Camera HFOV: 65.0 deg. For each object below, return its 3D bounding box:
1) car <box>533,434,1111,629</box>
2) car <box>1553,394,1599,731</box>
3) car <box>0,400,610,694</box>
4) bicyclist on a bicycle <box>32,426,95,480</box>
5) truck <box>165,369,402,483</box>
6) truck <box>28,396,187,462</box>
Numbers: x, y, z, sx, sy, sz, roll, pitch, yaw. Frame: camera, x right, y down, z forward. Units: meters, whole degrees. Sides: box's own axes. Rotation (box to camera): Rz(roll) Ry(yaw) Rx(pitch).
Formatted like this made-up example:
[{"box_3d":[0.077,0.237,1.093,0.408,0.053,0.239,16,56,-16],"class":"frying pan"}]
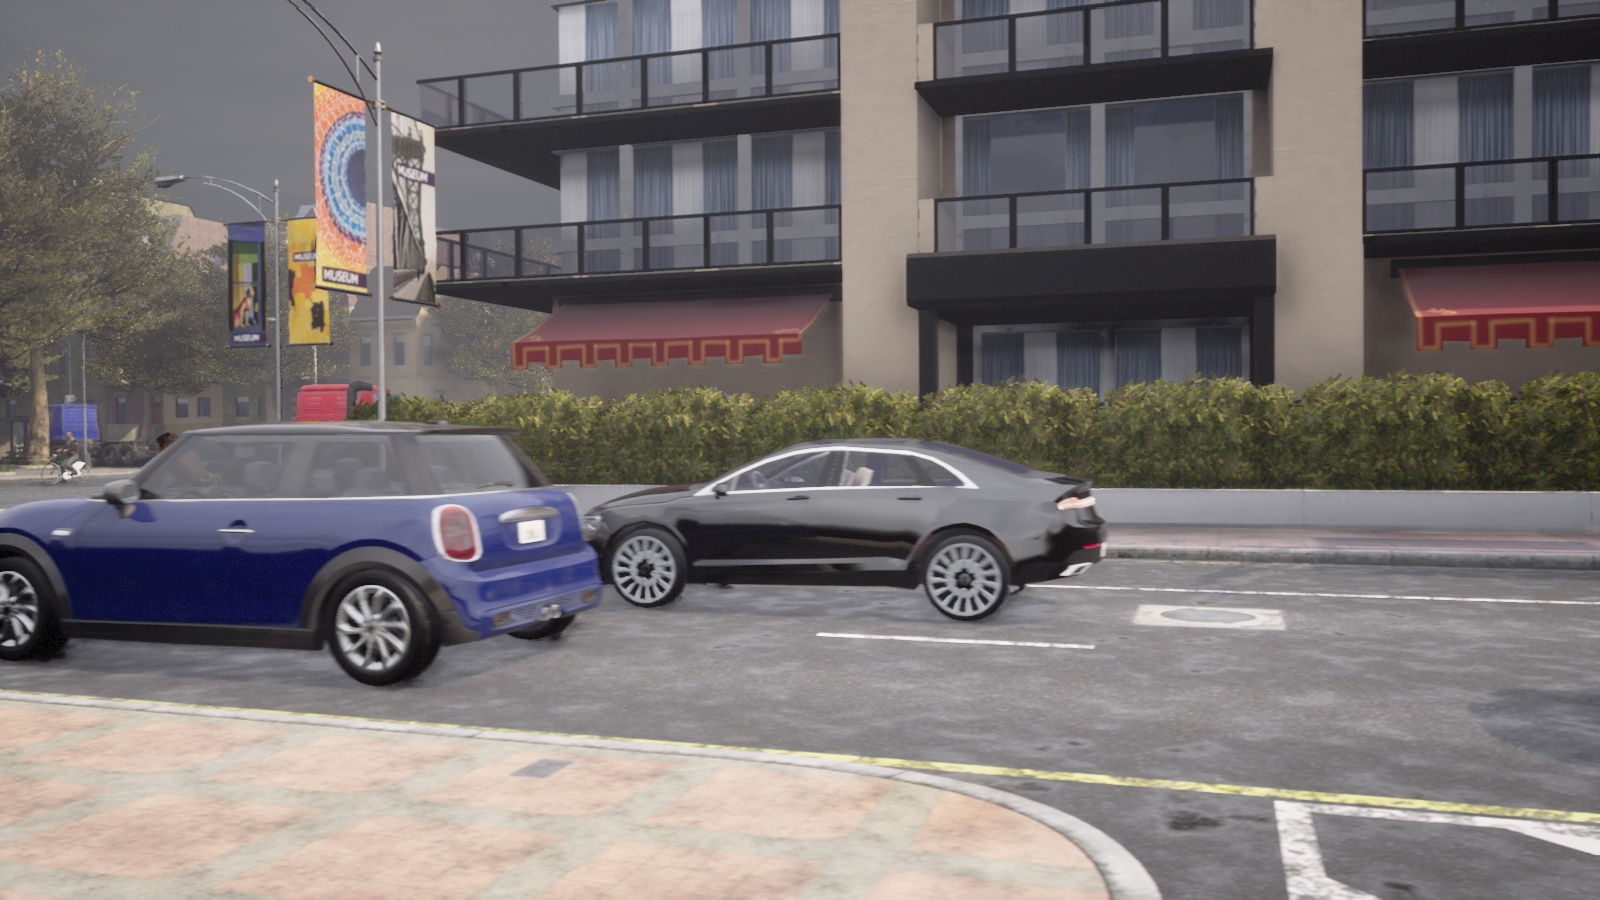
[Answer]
[{"box_3d":[0.254,0.615,11.546,4.902,1.511,2.128,0,1,19],"class":"car"},{"box_3d":[6.340,0.601,5.805,4.553,1.767,2.097,0,1,19],"class":"car"},{"box_3d":[-3.934,0.553,9.262,4.553,1.767,2.097,0,1,19],"class":"car"},{"box_3d":[-24.532,0.090,41.866,0.659,1.776,1.843,0,1,18],"class":"bicyclist on a bicycle"},{"box_3d":[-17.044,-0.773,42.207,2.891,3.462,7.936,0,1,18],"class":"truck"},{"box_3d":[-37.568,-1.147,68.141,7.936,3.462,2.891,0,1,19],"class":"truck"}]
